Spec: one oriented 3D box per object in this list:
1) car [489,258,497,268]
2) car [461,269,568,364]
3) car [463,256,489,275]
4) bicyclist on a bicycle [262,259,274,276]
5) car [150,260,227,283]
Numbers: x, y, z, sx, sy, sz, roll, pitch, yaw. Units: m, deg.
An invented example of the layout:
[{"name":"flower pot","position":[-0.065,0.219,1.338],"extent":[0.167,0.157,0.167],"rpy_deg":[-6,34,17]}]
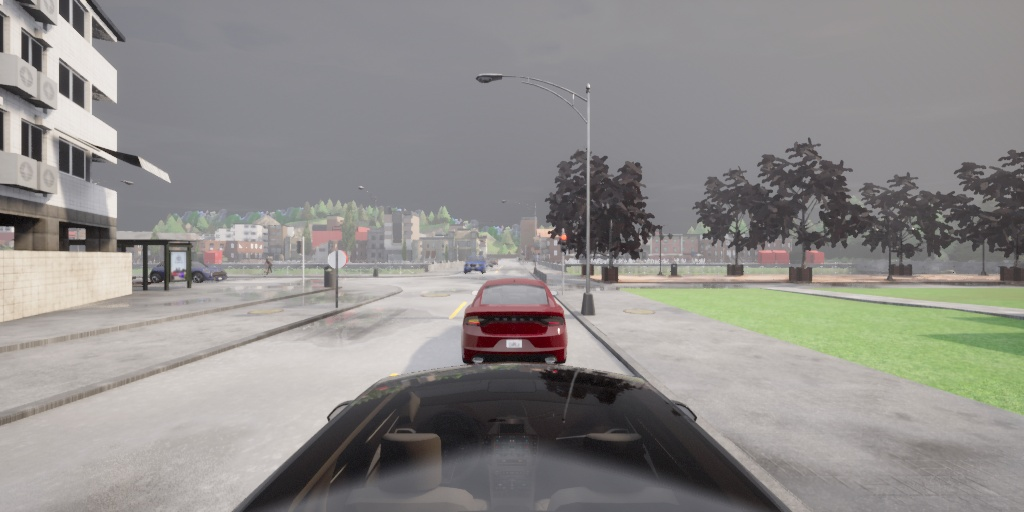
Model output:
[{"name":"car","position":[-4.078,1.241,58.835],"extent":[2.128,1.511,4.902],"rpy_deg":[0,0,0]},{"name":"car","position":[0.054,1.228,8.115],"extent":[1.882,1.535,5.008],"rpy_deg":[0,0,0]},{"name":"car","position":[-4.098,0.971,40.377],"extent":[2.150,2.045,5.566],"rpy_deg":[0,0,0]},{"name":"bicyclist on a bicycle","position":[-24.021,1.099,35.307],"extent":[0.582,1.620,1.656],"rpy_deg":[0,0,0]},{"name":"car","position":[-24.140,1.102,26.911],"extent":[4.553,1.767,2.097],"rpy_deg":[0,0,0]}]
